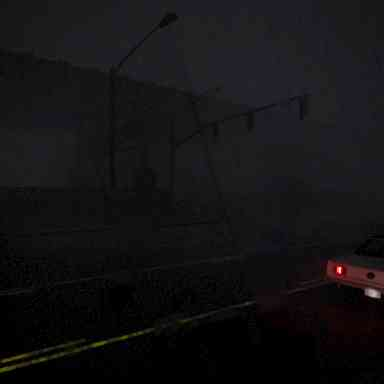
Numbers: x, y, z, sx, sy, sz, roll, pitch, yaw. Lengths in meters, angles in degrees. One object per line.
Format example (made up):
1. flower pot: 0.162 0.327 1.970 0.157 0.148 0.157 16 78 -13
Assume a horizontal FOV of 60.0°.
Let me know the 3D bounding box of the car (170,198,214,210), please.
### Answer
1. car: 0.056 1.289 36.424 4.536 1.218 1.853 0 0 8

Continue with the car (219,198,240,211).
1. car: 3.852 1.445 39.103 2.038 1.542 4.974 0 0 18

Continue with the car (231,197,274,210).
1. car: 7.762 1.444 42.863 4.974 1.542 2.038 0 0 -7

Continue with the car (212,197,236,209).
1. car: 3.868 1.288 39.152 1.853 1.218 4.536 0 0 18

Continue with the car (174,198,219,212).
1. car: 0.107 1.447 36.418 4.974 1.542 2.038 0 0 8

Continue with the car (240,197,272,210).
1. car: 7.710 1.286 42.856 4.536 1.218 1.853 0 0 -7

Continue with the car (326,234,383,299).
1. car: 5.180 1.599 7.470 4.718 1.301 1.895 0 0 -35
